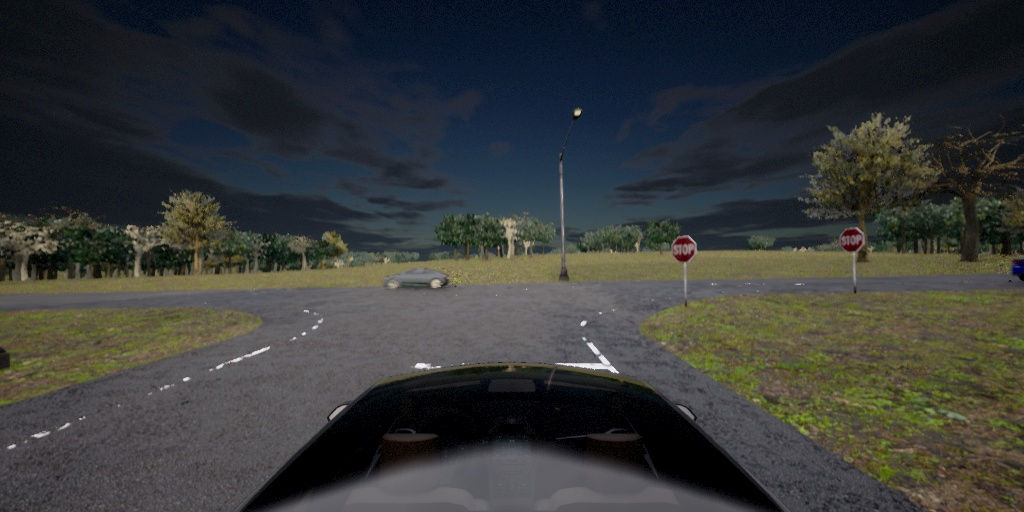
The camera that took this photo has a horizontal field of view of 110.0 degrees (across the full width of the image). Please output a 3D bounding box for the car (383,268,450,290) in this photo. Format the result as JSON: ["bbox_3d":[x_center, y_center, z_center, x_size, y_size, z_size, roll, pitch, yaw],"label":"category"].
[{"bbox_3d":[-6.143,1.442,23.320,4.181,1.385,1.994,-1,-1,0],"label":"car"}]

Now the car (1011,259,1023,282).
[{"bbox_3d":[26.795,0.453,16.852,5.008,1.535,1.882,-1,-2,-1],"label":"car"}]
